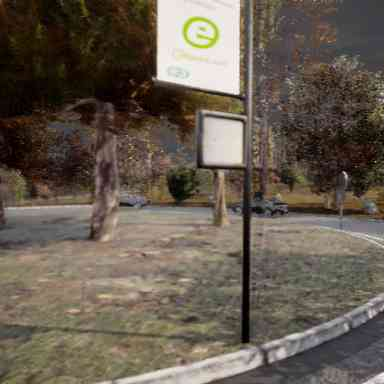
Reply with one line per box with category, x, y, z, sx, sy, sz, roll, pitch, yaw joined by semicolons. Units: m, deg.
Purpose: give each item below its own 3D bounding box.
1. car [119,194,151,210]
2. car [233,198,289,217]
car;-6.450;0.912;32.047;4.902;1.511;2.128;1;1;0
car;5.637;1.207;27.709;2.128;1.511;4.902;0;1;-45
